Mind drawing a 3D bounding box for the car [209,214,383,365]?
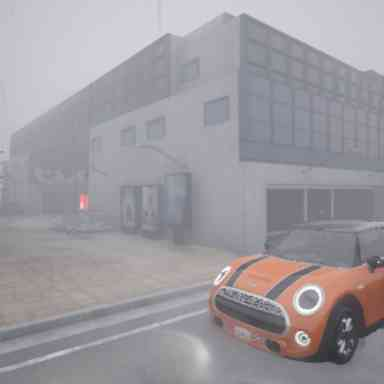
[{"bbox_3d":[2.464,1.344,5.970,4.553,1.767,2.097,0,0,-38],"label":"car"}]
